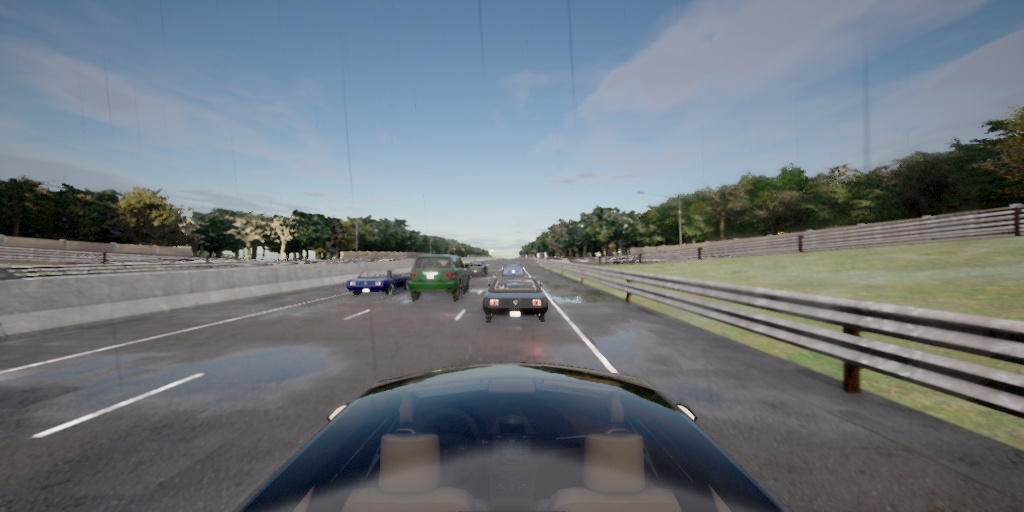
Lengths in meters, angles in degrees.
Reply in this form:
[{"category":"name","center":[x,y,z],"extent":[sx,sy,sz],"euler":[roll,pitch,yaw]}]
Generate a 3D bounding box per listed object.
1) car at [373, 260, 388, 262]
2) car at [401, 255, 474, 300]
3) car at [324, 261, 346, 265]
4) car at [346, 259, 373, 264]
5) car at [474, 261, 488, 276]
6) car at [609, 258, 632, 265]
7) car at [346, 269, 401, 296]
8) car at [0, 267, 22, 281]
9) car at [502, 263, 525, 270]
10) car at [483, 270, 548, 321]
[{"category":"car","center":[-17.568,1.294,51.182],"extent":[1.895,1.301,4.718],"euler":[0,0,0]},{"category":"car","center":[-3.399,0.960,17.629],"extent":[2.150,2.045,5.566],"euler":[0,0,0]},{"category":"car","center":[-24.565,1.295,50.685],"extent":[1.895,1.301,4.718],"euler":[0,0,0]},{"category":"car","center":[-21.068,1.185,51.072],"extent":[2.128,1.511,4.902],"euler":[0,0,0]},{"category":"car","center":[-3.397,1.210,35.740],"extent":[2.128,1.511,4.902],"euler":[0,0,0]},{"category":"car","center":[18.238,0.832,60.313],"extent":[1.837,1.490,4.892],"euler":[0,-2,-17]},{"category":"car","center":[-6.898,1.339,19.186],"extent":[1.895,1.301,4.718],"euler":[0,0,0]},{"category":"car","center":[-17.599,1.097,10.481],"extent":[2.097,1.767,4.553],"euler":[0,0,0]},{"category":"car","center":[0.102,1.274,30.258],"extent":[2.033,1.411,5.357],"euler":[0,0,0]},{"category":"car","center":[0.101,1.345,12.338],"extent":[1.895,1.301,4.718],"euler":[0,0,0]}]
